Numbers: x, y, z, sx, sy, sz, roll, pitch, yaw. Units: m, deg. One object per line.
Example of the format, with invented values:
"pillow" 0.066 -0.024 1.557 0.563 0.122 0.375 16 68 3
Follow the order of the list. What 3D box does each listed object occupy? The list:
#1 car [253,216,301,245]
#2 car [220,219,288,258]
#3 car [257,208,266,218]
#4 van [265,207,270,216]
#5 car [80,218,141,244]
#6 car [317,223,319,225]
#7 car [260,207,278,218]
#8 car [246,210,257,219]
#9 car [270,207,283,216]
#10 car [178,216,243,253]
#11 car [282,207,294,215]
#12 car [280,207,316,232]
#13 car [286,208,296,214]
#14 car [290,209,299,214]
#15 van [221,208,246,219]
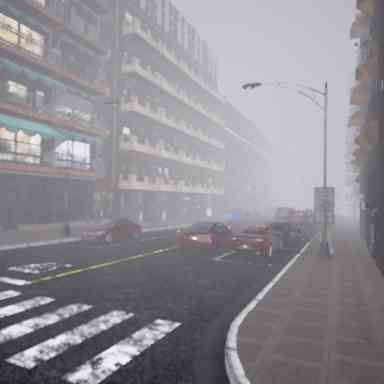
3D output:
"car" 5.278 2.418 20.522 1.947 1.339 4.313 0 -2 24
"car" 3.084 2.187 15.679 1.887 1.381 4.507 0 -2 24
"car" 9.365 3.479 49.772 1.802 1.307 4.206 0 -2 24
"van" 11.693 3.464 54.942 1.690 1.788 3.998 0 -2 24
"car" -4.517 2.145 19.127 1.802 1.307 4.206 0 -2 24
"car" 14.624 3.065 41.151 2.192 1.841 5.009 0 -2 24
"car" 14.003 3.663 60.109 2.192 1.841 5.009 0 -2 24
"car" 7.032 3.254 44.616 1.802 1.307 4.206 0 -2 24
"car" 11.530 2.881 40.693 2.150 2.045 5.566 1 -2 25
"car" 0.939 2.203 17.244 1.994 1.385 4.181 1 -2 25
"car" 23.355 4.567 80.725 2.192 1.841 5.009 0 -2 24
"car" 9.952 2.616 30.841 2.192 1.841 5.009 0 -2 24
"car" 25.689 4.919 85.875 1.967 1.590 4.097 0 -2 24
"car" 28.023 5.272 91.025 1.947 1.339 4.313 0 -2 24
"van" 4.699 2.788 39.470 1.690 1.788 3.998 0 -2 24
